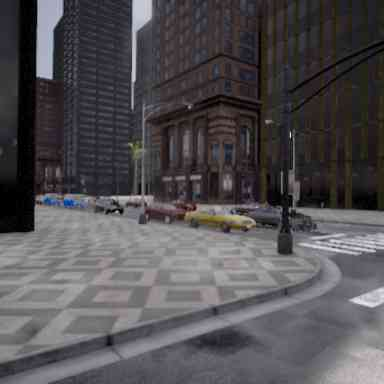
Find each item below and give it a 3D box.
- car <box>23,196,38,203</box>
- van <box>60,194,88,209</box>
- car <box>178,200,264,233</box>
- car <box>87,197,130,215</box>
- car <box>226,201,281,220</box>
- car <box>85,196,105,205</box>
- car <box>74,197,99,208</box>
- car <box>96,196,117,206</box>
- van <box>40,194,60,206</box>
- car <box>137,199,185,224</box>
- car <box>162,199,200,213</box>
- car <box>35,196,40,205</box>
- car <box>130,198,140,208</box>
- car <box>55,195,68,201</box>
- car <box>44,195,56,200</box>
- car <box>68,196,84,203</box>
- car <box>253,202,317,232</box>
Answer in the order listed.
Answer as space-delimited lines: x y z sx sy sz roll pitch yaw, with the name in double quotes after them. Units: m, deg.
-29.882 1.366 61.596 1.802 1.307 4.206 1 0 -36 "car"
-14.258 1.162 40.186 1.690 1.788 3.998 1 0 -36 "van"
1.460 1.395 18.638 1.752 1.417 4.829 1 0 -36 "car"
-8.012 1.402 31.620 1.947 1.339 4.313 1 0 -36 "car"
5.080 1.511 28.138 2.008 1.369 4.403 1 0 -36 "car"
-17.196 1.468 58.670 1.947 1.339 4.313 1 0 -36 "car"
-14.377 1.364 45.029 1.812 1.442 4.674 1 0 -36 "car"
-14.013 1.454 54.308 1.887 1.381 4.507 1 0 -36 "car"
-20.506 1.148 48.750 1.690 1.788 3.998 1 0 -36 "van"
-1.765 1.402 23.057 1.887 1.381 4.507 1 0 -36 "car"
-1.284 1.484 36.861 1.887 1.381 4.507 1 0 -36 "car"
-23.633 1.382 53.031 1.802 1.307 4.206 1 0 -36 "car"
-7.649 1.506 45.585 1.802 1.307 4.206 1 0 -36 "car"
-29.924 1.444 76.120 1.802 1.307 4.206 1 0 -36 "car"
-36.290 1.391 84.847 1.947 1.339 4.313 1 0 -36 "car"
-23.560 1.452 67.395 1.947 1.339 4.313 1 0 -36 "car"
4.803 1.476 18.739 1.994 1.385 4.181 1 0 -36 "car"
